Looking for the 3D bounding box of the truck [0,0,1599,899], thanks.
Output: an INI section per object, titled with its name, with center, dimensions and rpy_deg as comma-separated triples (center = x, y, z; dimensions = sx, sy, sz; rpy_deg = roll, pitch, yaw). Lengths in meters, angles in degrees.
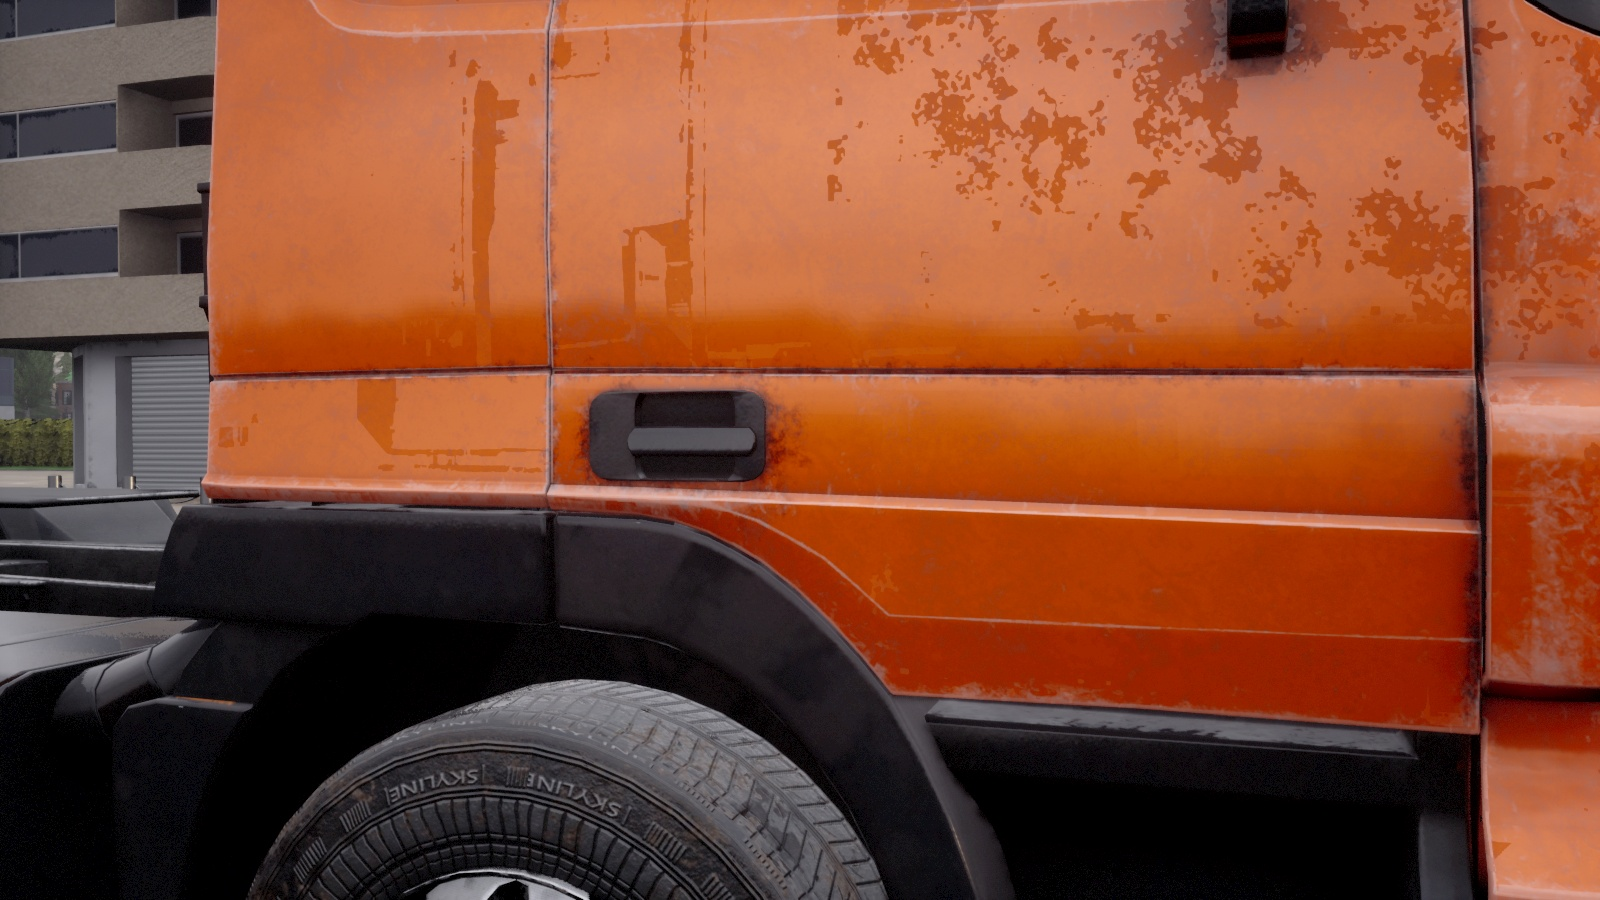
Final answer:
[truck]
center = -2.190, -0.226, 3.922
dimensions = 7.936, 3.462, 2.891
rpy_deg = 1, 1, 19
